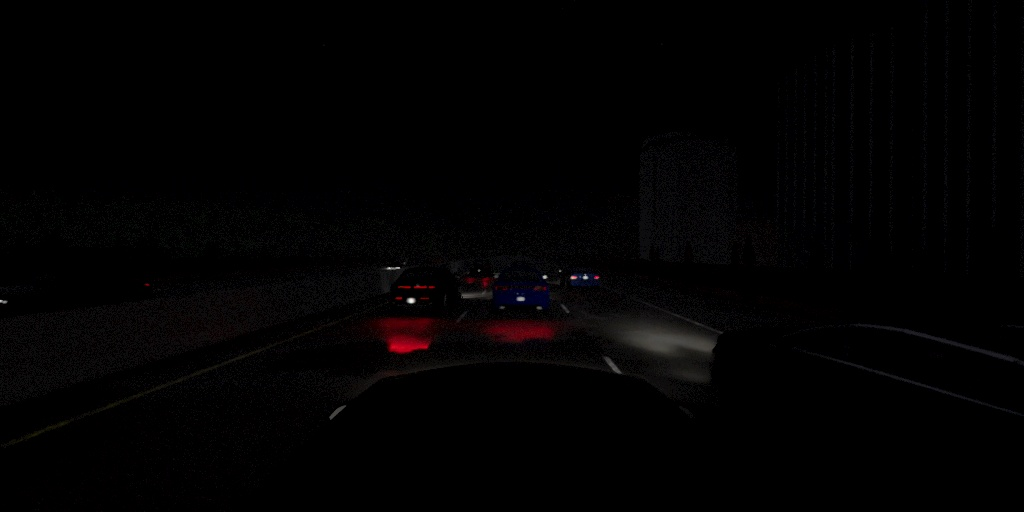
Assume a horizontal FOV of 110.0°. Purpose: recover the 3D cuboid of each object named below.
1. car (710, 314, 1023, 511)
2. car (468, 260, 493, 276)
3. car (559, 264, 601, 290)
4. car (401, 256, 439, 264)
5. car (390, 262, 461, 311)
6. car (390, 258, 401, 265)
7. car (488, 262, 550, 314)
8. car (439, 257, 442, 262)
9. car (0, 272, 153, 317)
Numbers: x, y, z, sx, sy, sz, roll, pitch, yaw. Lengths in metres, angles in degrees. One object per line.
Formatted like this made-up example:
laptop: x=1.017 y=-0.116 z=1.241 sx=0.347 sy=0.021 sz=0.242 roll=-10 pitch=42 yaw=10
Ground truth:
car: x=3.670 y=1.251 z=3.050 sx=2.128 sy=1.511 sz=4.902 roll=0 pitch=0 yaw=0
car: x=-2.805 y=1.076 z=33.289 sx=1.812 sy=1.442 sz=4.674 roll=0 pitch=0 yaw=1
car: x=3.973 y=1.192 z=21.657 sx=2.033 sy=1.411 sz=5.357 roll=0 pitch=0 yaw=1
car: x=-9.853 y=0.981 z=38.845 sx=2.128 sy=1.511 sz=4.902 roll=0 pitch=0 yaw=1
car: x=-3.176 y=1.158 z=13.869 sx=1.837 sy=1.490 sz=4.892 roll=0 pitch=0 yaw=1
car: x=-16.485 y=0.948 z=53.735 sx=2.033 sy=1.411 sz=5.357 roll=0 pitch=0 yaw=1
car: x=0.315 y=1.151 z=13.485 sx=1.882 sy=1.535 sz=5.008 roll=0 pitch=0 yaw=1
car: x=-12.876 y=0.754 z=58.616 sx=2.097 sy=1.767 sz=4.553 roll=0 pitch=0 yaw=1
car: x=-13.945 y=1.182 z=11.124 sx=1.994 sy=1.385 sz=4.181 roll=0 pitch=0 yaw=1
